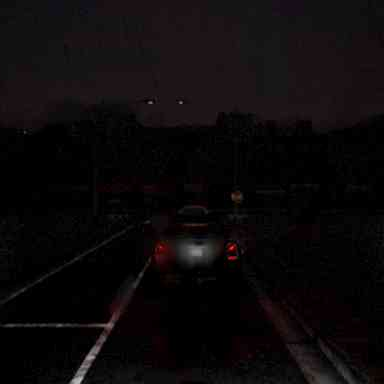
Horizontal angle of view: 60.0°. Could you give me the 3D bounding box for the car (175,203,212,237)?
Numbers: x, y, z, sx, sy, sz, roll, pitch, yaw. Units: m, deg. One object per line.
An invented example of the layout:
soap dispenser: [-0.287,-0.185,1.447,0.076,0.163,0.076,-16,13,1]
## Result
car: [0.153,1.491,19.136,1.882,1.535,5.008,0,0,2]

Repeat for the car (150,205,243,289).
car: [0.099,1.359,9.332,2.097,1.767,4.553,0,0,0]
